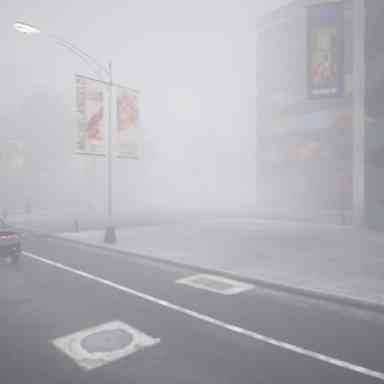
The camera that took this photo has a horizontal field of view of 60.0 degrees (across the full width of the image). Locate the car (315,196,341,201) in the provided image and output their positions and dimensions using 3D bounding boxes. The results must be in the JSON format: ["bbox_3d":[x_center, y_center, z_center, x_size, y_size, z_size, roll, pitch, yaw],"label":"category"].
[{"bbox_3d":[16.896,1.301,41.808,2.002,1.452,4.674,0,0,44],"label":"car"}]

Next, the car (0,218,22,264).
[{"bbox_3d":[-7.139,1.486,10.785,4.902,1.511,2.128,0,0,45],"label":"car"}]

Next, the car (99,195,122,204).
[{"bbox_3d":[-14.432,1.320,59.859,2.097,1.767,4.553,0,0,45],"label":"car"}]

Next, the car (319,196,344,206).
[{"bbox_3d":[22.481,1.390,53.408,2.161,1.482,4.786,0,0,44],"label":"car"}]
